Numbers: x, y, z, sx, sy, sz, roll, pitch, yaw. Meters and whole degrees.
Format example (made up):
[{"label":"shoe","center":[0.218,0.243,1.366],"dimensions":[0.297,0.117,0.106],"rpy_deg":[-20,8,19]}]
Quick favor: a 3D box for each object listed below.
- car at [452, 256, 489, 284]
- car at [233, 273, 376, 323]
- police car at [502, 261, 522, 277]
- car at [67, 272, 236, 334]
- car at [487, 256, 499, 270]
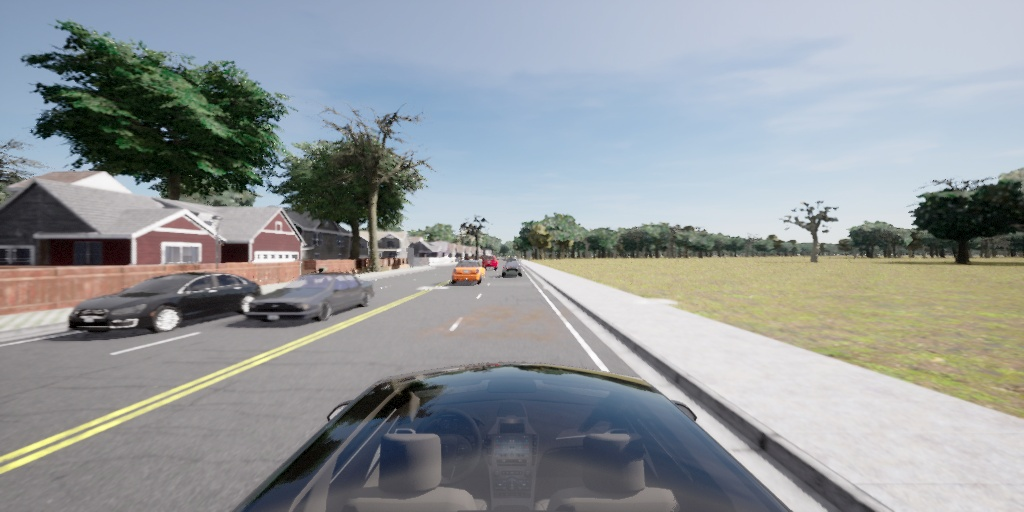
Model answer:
[{"label":"car","center":[-3.150,1.097,26.854],"dimensions":[2.097,1.767,4.553],"rpy_deg":[0,0,0]},{"label":"car","center":[-6.516,1.296,12.471],"dimensions":[2.033,1.411,5.357],"rpy_deg":[0,0,0]},{"label":"police car","center":[0.015,1.315,35.686],"dimensions":[2.038,1.542,4.974],"rpy_deg":[0,0,0]},{"label":"car","center":[-9.785,1.255,10.738],"dimensions":[1.837,1.490,4.892],"rpy_deg":[0,0,0]},{"label":"car","center":[-3.151,0.957,51.626],"dimensions":[2.150,2.045,5.566],"rpy_deg":[0,0,0]}]
